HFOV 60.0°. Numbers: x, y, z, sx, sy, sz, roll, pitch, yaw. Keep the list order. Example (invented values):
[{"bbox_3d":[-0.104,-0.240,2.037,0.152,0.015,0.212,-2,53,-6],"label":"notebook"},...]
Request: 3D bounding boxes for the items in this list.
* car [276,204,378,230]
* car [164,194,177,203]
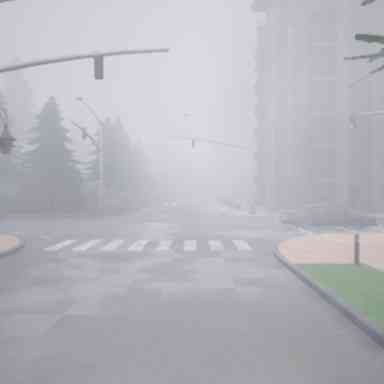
[{"bbox_3d":[7.677,1.406,19.222,5.357,1.411,2.033,0,0,1],"label":"car"},{"bbox_3d":[-3.593,1.113,56.268,1.812,1.442,4.674,0,0,1],"label":"car"}]
